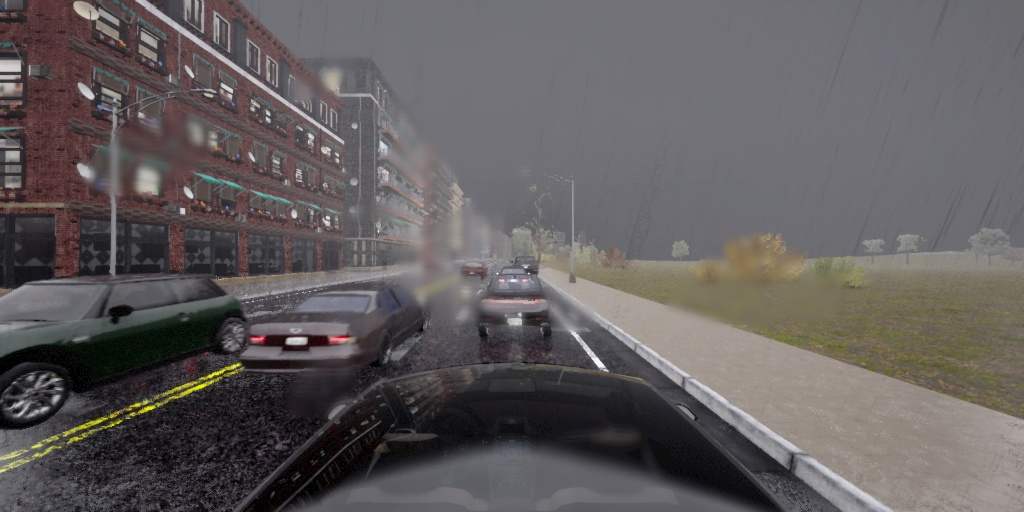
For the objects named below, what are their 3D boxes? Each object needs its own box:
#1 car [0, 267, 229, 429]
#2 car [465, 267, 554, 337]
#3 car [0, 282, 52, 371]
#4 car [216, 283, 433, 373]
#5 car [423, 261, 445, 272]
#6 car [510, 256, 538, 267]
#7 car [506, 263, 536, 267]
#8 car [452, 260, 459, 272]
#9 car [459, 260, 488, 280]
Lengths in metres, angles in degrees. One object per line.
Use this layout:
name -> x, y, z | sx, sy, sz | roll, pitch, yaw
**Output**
car -> -6.606, 1.103, 5.590 | 2.097, 1.767, 4.553 | 0, 0, 0
car -> 0.085, 1.243, 10.300 | 2.128, 1.511, 4.902 | 0, 0, 0
car -> -9.854, 1.255, 4.519 | 1.837, 1.490, 4.892 | 0, 0, 0
car -> -3.161, 1.298, 7.773 | 2.033, 1.411, 5.357 | 0, 0, 0
car -> -9.934, 1.355, 45.906 | 1.895, 1.301, 4.718 | 0, 0, 0
car -> 1.082, 0.979, 30.952 | 2.150, 2.045, 5.566 | 0, 0, 0
car -> 0.068, 1.301, 20.740 | 2.033, 1.411, 5.357 | 0, 0, 0
car -> -6.695, 1.279, 47.618 | 1.812, 1.442, 4.674 | 0, 0, 0
car -> -3.207, 1.232, 31.802 | 1.882, 1.535, 5.008 | 0, 0, 0
